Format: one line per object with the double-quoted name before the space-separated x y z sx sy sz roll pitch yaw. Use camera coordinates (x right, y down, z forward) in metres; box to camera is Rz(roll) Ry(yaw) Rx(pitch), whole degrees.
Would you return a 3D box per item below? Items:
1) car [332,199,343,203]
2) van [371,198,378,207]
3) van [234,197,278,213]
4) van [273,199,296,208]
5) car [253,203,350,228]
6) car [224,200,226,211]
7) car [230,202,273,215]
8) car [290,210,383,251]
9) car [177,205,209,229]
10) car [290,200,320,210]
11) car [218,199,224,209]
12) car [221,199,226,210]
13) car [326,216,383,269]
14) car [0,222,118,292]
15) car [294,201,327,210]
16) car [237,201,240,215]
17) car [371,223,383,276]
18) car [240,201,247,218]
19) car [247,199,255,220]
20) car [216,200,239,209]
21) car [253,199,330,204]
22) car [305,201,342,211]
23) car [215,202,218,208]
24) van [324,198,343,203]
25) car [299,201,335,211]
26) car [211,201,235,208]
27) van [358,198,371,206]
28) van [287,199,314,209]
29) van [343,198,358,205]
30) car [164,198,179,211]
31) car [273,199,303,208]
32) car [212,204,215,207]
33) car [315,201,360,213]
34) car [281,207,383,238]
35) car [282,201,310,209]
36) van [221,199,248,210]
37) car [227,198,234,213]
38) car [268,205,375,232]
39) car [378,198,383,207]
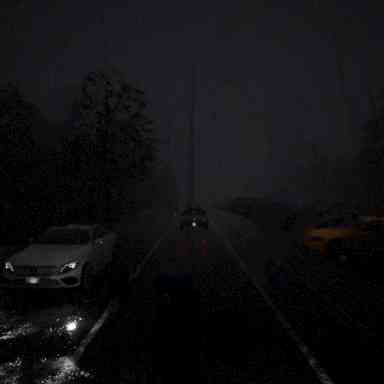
"car" 20.244 1.917 40.406 5.008 1.535 2.097 0 -1 0
"van" 20.320 1.582 32.243 4.442 1.987 1.878 0 -1 0
"van" 7.019 1.614 35.090 4.442 1.987 1.878 0 -1 0
"van" 20.501 2.589 73.760 4.442 1.987 1.878 0 -2 0
"car" 6.890 1.696 21.208 5.366 1.575 1.946 0 -1 0
"car" 7.186 2.110 46.168 4.674 1.452 2.002 0 -1 0
"car" 7.189 1.954 40.612 4.792 1.488 2.163 0 -1 0
"car" 6.854 1.612 12.880 5.366 1.575 1.946 0 -1 0
"car" 0.148 1.829 23.701 1.895 1.301 4.718 0 -1 0
"car" 20.291 2.299 59.794 4.553 1.767 2.185 0 -1 0
"car" 7.225 2.287 54.495 5.008 1.535 2.097 0 -2 0
"car" 7.166 2.172 48.945 4.792 1.488 2.163 0 -1 0
"car" 6.998 1.617 10.103 4.792 1.488 2.163 0 -1 0
"car" -3.336 1.608 9.313 1.812 1.442 4.674 0 0 0
"car" 20.306 2.355 57.147 5.008 1.535 2.097 0 -1 0
"car" 7.126 1.851 32.311 4.674 1.452 2.002 0 -1 0
"car" 6.986 1.589 7.327 4.792 1.488 2.163 0 -1 0
"car" 7.106 1.783 29.535 5.008 1.535 2.097 0 -1 0
"car" 7.068 1.630 26.760 4.553 1.767 2.185 0 -1 0
"car" 7.311 2.528 68.370 4.553 1.767 2.185 0 -1 0
"car" 7.056 1.602 23.984 4.553 1.767 2.185 0 -1 0
"car" 20.281 2.208 51.482 4.892 1.521 2.231 0 -1 0
"car" 7.285 2.535 62.819 4.792 1.488 2.163 0 -1 0
"van" 20.134 1.764 43.182 4.442 1.987 1.878 0 -1 0
"car" 20.294 2.280 54.252 5.008 1.535 2.097 0 -1 0
"car" 7.130 2.914 76.681 5.366 1.575 1.946 0 -2 0
"van" 20.331 1.609 34.888 4.442 1.987 1.878 0 -1 0
"van" 20.451 2.271 62.565 4.442 1.987 1.878 0 -1 0
"van" 20.111 1.638 37.792 4.442 1.987 1.878 0 -1 0
"car" -3.178 1.977 52.505 2.150 2.045 5.566 0 -2 1
"car" 20.398 2.471 70.870 5.566 2.045 2.435 0 -2 0
"car" 7.239 2.327 65.603 5.566 2.045 2.435 0 -1 0
"car" 20.078 2.059 45.944 5.366 1.575 1.946 0 -1 0
"car" 7.058 1.645 15.655 4.892 1.521 2.231 0 -1 0
"car" 20.340 2.571 65.330 4.892 1.521 2.231 0 -1 0
"van" 7.348 2.134 57.276 4.442 1.987 1.878 0 -1 0
"car" 7.176 1.616 37.866 5.566 2.045 2.435 0 -1 0
"car" 7.057 1.673 18.431 4.892 1.521 2.231 0 -1 0
"car" 20.163 1.529 29.474 5.566 2.045 2.435 0 -1 0
